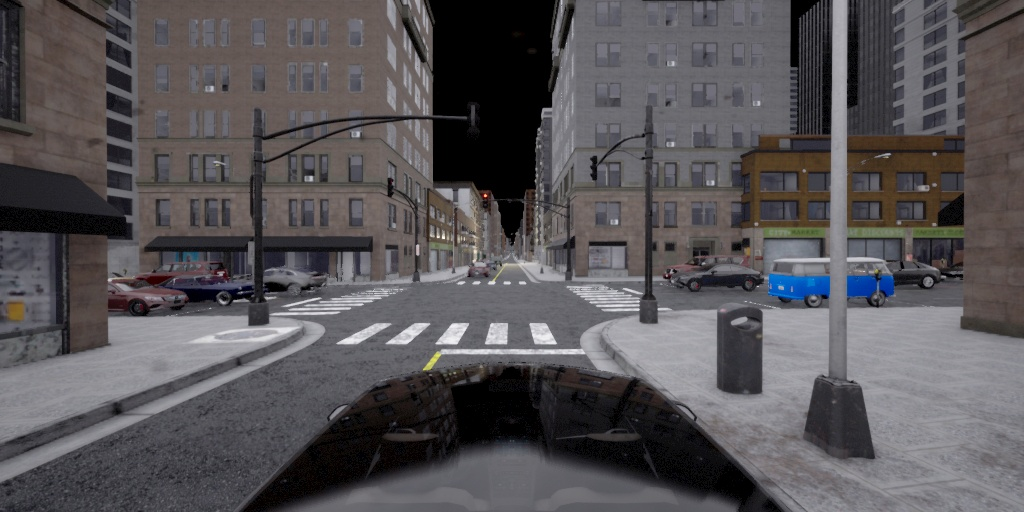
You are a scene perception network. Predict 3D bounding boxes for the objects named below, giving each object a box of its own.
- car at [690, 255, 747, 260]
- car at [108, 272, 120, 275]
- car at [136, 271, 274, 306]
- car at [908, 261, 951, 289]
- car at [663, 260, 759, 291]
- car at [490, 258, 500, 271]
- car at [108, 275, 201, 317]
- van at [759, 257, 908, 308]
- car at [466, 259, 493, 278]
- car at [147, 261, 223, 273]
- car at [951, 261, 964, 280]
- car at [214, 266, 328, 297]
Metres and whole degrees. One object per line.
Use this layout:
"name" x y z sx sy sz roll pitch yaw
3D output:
"car" 12.103 0.871 22.219 5.009 1.841 2.192 0 0 0
"car" -26.012 1.551 22.137 4.829 1.417 1.751 0 0 0
"car" -13.949 1.517 16.300 4.718 1.301 1.895 -1 0 0
"car" 20.293 0.980 19.570 4.892 1.490 1.837 -1 0 0
"car" 11.108 1.113 19.567 4.674 1.442 1.812 -1 0 1
"car" -3.076 1.335 49.463 1.994 1.385 4.181 0 0 0
"car" -14.814 1.527 13.636 4.207 1.307 1.802 0 0 0
"van" 12.123 0.957 13.694 3.998 1.789 1.690 0 0 0
"car" -3.080 1.280 33.863 1.812 1.442 4.674 0 0 0
"car" -20.338 1.270 22.149 5.009 1.841 2.192 0 0 0
"car" 28.931 0.915 22.255 4.313 1.339 1.948 0 0 0
"car" -12.583 1.370 19.300 4.902 1.511 2.128 -1 1 0
